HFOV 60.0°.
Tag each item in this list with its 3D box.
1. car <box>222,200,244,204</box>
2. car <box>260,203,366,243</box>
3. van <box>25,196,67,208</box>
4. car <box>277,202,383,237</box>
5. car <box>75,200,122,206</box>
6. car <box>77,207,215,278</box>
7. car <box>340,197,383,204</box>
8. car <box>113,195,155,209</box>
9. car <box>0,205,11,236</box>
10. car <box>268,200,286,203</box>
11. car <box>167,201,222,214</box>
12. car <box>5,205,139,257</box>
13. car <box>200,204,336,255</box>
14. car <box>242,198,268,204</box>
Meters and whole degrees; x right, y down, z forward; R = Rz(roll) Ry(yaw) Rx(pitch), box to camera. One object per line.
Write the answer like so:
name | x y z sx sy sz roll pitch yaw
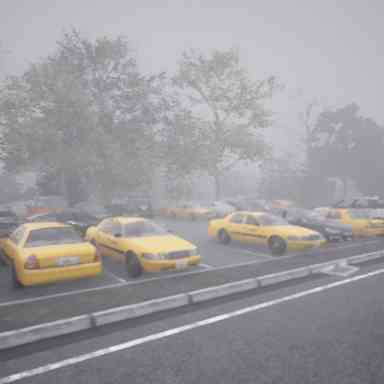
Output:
car | 2.011 1.559 29.480 2.002 1.452 4.674 0 0 -35
car | 4.998 1.507 15.592 2.231 1.521 4.892 0 0 -35
van | -9.475 1.252 21.523 1.878 1.987 4.442 0 0 -35
car | 7.164 1.511 17.339 1.946 1.575 5.366 0 0 -35
car | -7.027 1.514 23.073 2.163 1.488 4.792 0 0 -35
car | -1.795 1.479 10.565 1.946 1.575 5.366 0 0 -35
car | 9.524 1.271 18.811 2.435 2.045 5.566 0 0 -35
car | -4.796 1.242 24.716 2.435 2.045 5.566 0 0 -35
car | -11.689 1.505 19.854 2.163 1.488 4.792 0 0 -35
car | 6.417 1.410 32.630 2.185 1.767 4.553 0 0 -35
car | -0.147 1.508 27.734 1.946 1.575 5.366 0 0 -35
car | -4.896 1.504 14.038 4.892 1.490 1.837 0 0 -35
car | 2.841 1.494 13.835 1.946 1.575 5.366 0 0 -35
car | 4.290 1.557 31.056 2.163 1.488 4.792 0 0 -35
